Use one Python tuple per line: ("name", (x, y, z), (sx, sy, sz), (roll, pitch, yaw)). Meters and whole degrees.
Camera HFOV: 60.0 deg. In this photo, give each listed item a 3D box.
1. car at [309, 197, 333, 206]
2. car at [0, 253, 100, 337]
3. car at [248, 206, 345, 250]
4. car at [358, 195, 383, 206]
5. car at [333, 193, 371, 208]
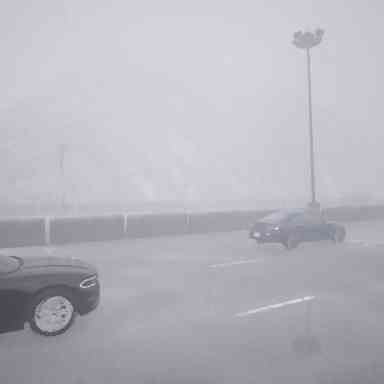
("car", (18.555, 1.452, 47.260), (4.674, 1.442, 1.812), (0, 0, -31))
("car", (-3.986, 1.477, 5.092), (5.008, 1.535, 1.882), (0, 0, -31))
("car", (4.517, 1.505, 14.236), (4.674, 1.442, 1.812), (0, 0, -31))
("car", (23.589, 1.489, 42.106), (4.181, 1.385, 1.994), (0, 0, -30))
("car", (22.386, 1.147, 45.460), (5.566, 2.045, 2.150), (0, 0, -30))
